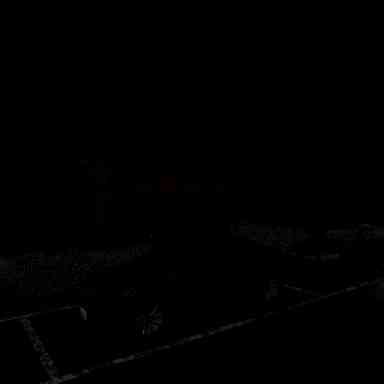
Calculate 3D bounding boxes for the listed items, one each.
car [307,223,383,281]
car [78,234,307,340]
[{"bbox_3d":[4.526,1.581,9.753,4.206,1.307,1.802,0,0,-35],"label":"car"},{"bbox_3d":[0.043,1.565,6.563,4.313,1.339,1.947,0,0,-35],"label":"car"}]
